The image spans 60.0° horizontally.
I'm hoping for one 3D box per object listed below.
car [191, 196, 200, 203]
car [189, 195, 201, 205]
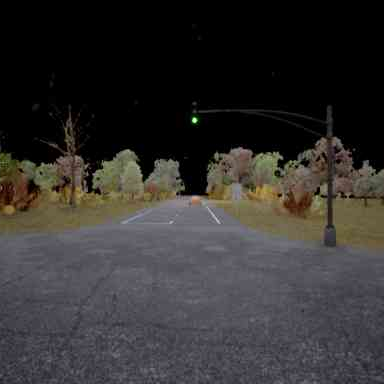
[{"bbox_3d":[0.660,1.555,69.623,1.812,1.442,4.674,0,0,1],"label":"car"},{"bbox_3d":[0.566,1.368,59.590,2.097,1.767,4.553,0,0,1],"label":"car"}]
